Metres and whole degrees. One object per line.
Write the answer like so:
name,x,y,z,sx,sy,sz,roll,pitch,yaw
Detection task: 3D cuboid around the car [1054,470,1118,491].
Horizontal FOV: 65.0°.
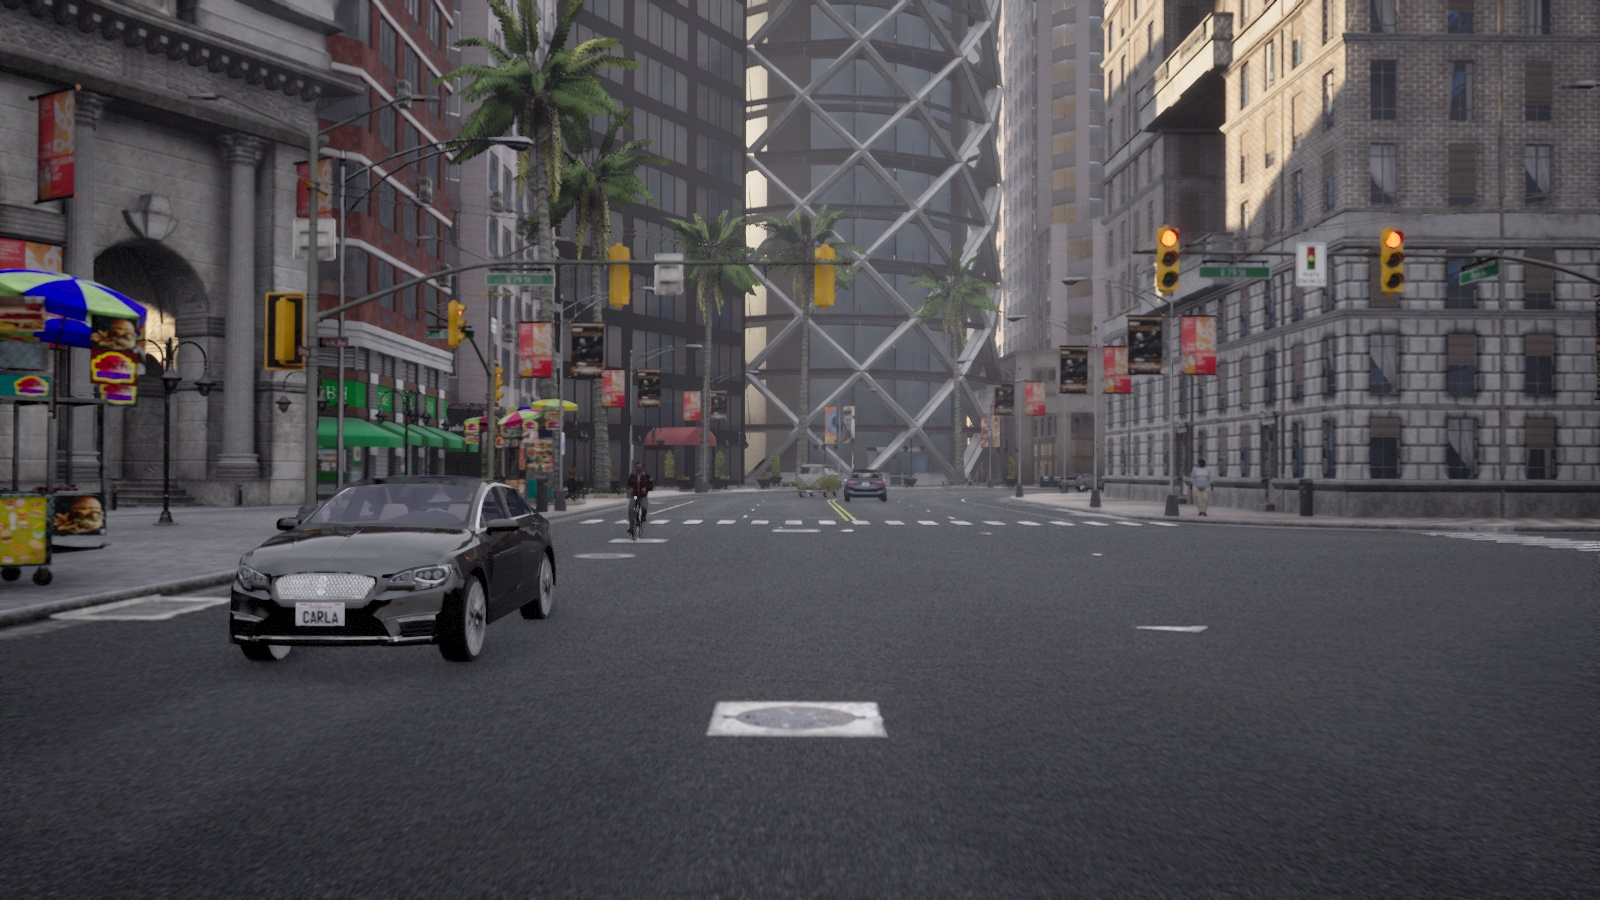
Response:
car,21.643,2.274,94.979,4.902,1.511,2.128,1,-1,-38

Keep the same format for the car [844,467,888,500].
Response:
car,3.457,1.758,66.508,2.242,1.667,4.611,0,-1,2

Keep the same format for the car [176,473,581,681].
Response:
car,-3.529,0.981,11.693,2.128,1.511,4.902,0,-1,0

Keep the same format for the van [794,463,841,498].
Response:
van,1.079,1.811,74.542,1.775,1.987,4.442,-1,-1,14

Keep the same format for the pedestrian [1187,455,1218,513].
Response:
pedestrian,13.054,1.102,40.772,0.874,1.855,0.900,0,-1,13

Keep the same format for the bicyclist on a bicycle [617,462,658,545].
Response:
bicyclist on a bicycle,-3.568,1.163,27.714,0.659,1.776,1.843,0,-1,0

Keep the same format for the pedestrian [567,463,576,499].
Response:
pedestrian,-11.941,1.618,65.656,0.331,1.846,0.634,0,-1,5
